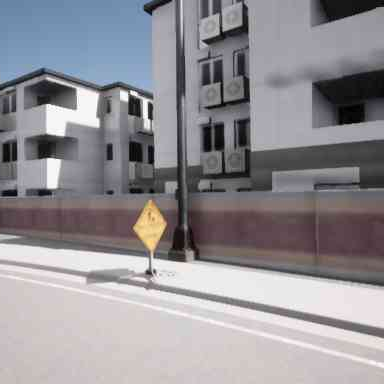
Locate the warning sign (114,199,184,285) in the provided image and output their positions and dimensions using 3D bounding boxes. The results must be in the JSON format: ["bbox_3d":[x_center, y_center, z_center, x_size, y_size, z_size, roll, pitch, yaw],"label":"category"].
[{"bbox_3d":[-1.019,1.120,8.128,1.060,1.860,1.300,-1,1,31],"label":"warning sign"}]
